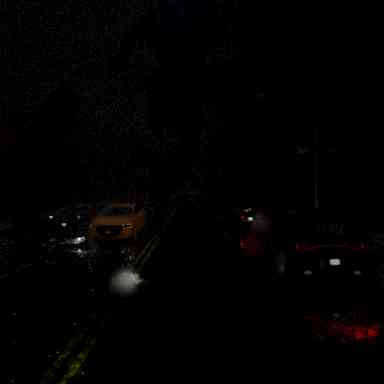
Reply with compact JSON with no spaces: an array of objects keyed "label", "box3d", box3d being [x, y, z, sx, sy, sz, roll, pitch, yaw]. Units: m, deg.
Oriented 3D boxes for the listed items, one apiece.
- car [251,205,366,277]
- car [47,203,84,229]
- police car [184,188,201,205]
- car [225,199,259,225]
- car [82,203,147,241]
[{"label":"car","box3d":[3.258,1.398,10.047,1.882,1.535,5.008,0,1,0]},{"label":"car","box3d":[-6.586,1.319,19.361,1.895,1.301,4.718,0,1,0]},{"label":"police car","box3d":[0.020,0.622,40.222,1.930,1.638,5.238,0,1,0]},{"label":"car","box3d":[3.265,1.179,21.043,1.837,1.490,4.892,0,1,0]},{"label":"car","box3d":[-3.339,1.284,15.786,1.882,1.535,5.008,0,1,0]}]
